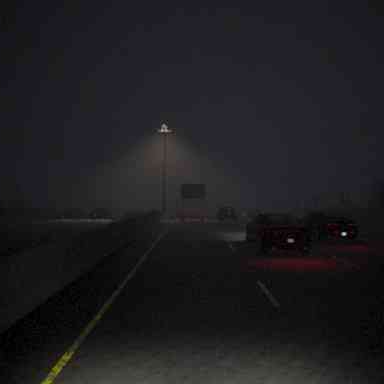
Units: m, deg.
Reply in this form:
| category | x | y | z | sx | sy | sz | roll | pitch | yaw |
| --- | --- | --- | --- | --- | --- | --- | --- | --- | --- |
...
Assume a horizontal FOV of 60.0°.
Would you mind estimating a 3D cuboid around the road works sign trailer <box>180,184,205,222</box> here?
| category | x | y | z | sx | sy | sz | roll | pitch | yaw |
| --- | --- | --- | --- | --- | --- | --- | --- | --- | --- |
| road works sign trailer | 0.094 | 1.031 | 32.090 | 2.380 | 3.560 | 2.880 | 0 | -3 | 3 |

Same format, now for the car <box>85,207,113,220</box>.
| category | x | y | z | sx | sy | sz | roll | pitch | yaw |
| --- | --- | --- | --- | --- | --- | --- | --- | --- | --- |
| car | -10.596 | 2.500 | 39.002 | 1.837 | 1.490 | 4.892 | 0 | -4 | 0 |

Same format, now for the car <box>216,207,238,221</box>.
| category | x | y | z | sx | sy | sz | roll | pitch | yaw |
| --- | --- | --- | --- | --- | --- | --- | --- | --- | --- |
| car | 3.598 | 2.264 | 34.806 | 2.033 | 1.411 | 5.357 | 0 | -3 | 0 |

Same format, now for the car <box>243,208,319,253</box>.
| category | x | y | z | sx | sy | sz | roll | pitch | yaw |
| --- | --- | --- | --- | --- | --- | --- | --- | --- | --- |
| car | 3.599 | 1.652 | 14.620 | 1.882 | 1.535 | 5.008 | 0 | -1 | 0 |

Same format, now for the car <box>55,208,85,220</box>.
| category | x | y | z | sx | sy | sz | roll | pitch | yaw |
| --- | --- | --- | --- | --- | --- | --- | --- | --- | --- |
| car | -14.100 | 2.545 | 38.998 | 2.033 | 1.411 | 5.357 | 0 | -4 | 0 |

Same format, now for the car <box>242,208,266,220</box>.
| category | x | y | z | sx | sy | sz | roll | pitch | yaw |
| --- | --- | --- | --- | --- | --- | --- | --- | --- | --- |
| car | 7.097 | 2.580 | 38.732 | 1.895 | 1.301 | 4.718 | 0 | -4 | 0 |

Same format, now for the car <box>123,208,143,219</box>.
| category | x | y | z | sx | sy | sz | roll | pitch | yaw |
| --- | --- | --- | --- | --- | --- | --- | --- | --- | --- |
| car | -7.093 | 2.686 | 40.586 | 1.994 | 1.385 | 4.181 | 0 | -5 | 0 |

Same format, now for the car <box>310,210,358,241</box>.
| category | x | y | z | sx | sy | sz | roll | pitch | yaw |
| --- | --- | --- | --- | --- | --- | --- | --- | --- | --- |
| car | 7.099 | 1.719 | 17.949 | 1.837 | 1.490 | 4.892 | 0 | -1 | 0 |
